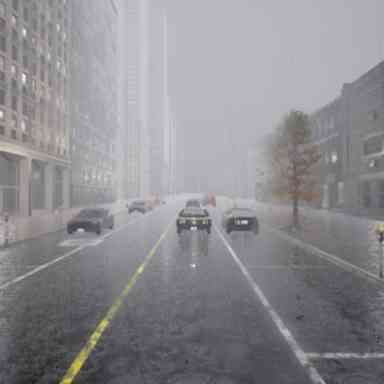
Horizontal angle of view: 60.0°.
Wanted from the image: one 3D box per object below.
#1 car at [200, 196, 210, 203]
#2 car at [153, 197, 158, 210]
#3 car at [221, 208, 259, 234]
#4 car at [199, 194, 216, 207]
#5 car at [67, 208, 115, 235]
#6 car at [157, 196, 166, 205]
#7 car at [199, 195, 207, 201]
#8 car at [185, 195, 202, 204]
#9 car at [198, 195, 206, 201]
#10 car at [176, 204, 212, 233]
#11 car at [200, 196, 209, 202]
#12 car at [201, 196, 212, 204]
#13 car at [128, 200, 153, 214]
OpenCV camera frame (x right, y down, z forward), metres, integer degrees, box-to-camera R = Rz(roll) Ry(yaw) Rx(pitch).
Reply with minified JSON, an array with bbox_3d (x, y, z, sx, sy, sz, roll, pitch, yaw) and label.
[{"bbox_3d":[2.726,1.600,69.066,1.947,1.339,4.313,1,0,0],"label":"car"},{"bbox_3d":[-5.664,1.613,41.336,1.802,1.307,4.206,1,0,0],"label":"car"},{"bbox_3d":[2.708,1.584,19.152,1.947,1.339,4.313,1,0,0],"label":"car"},{"bbox_3d":[2.724,1.349,52.428,2.192,1.841,5.009,1,0,0],"label":"car"},{"bbox_3d":[-5.672,1.585,19.153,1.947,1.339,4.313,1,0,0],"label":"car"},{"bbox_3d":[-5.656,1.476,57.974,1.967,1.590,4.097,1,0,0],"label":"car"},{"bbox_3d":[2.733,1.556,85.271,1.752,1.417,4.829,1,0,0],"label":"car"},{"bbox_3d":[0.116,1.536,45.496,1.837,1.490,4.892,0,0,0],"label":"car"},{"bbox_3d":[2.734,1.580,90.580,2.008,1.369,4.403,1,0,0],"label":"car"},{"bbox_3d":[0.108,1.619,19.685,1.895,1.301,4.718,0,0,0],"label":"car"},{"bbox_3d":[2.728,1.599,74.611,1.947,1.339,4.313,1,0,0],"label":"car"},{"bbox_3d":[2.724,1.580,63.521,1.887,1.381,4.507,1,0,0],"label":"car"},{"bbox_3d":[-5.666,1.594,35.790,1.947,1.339,4.313,1,0,0],"label":"car"}]
